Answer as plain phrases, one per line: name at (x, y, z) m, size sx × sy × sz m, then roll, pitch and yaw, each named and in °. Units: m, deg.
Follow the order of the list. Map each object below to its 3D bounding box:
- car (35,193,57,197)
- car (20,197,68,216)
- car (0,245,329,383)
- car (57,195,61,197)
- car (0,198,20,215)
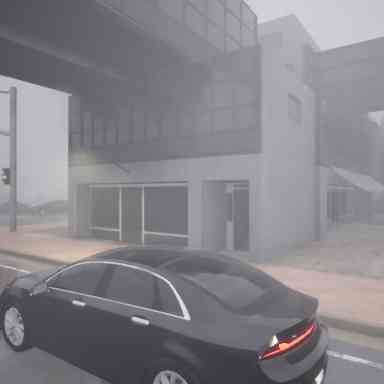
car at (-31.186, 1.153, 69.859) m, size 4.605 × 1.855 × 1.932 m, roll 0°, pitch 0°, yaw 35°
car at (-13.952, 1.505, 33.186) m, size 1.837 × 1.490 × 4.892 m, roll 0°, pitch 0°, yaw 36°
car at (-0.773, 1.505, 4.544) m, size 4.892 × 1.490 × 1.837 m, roll 0°, pitch 0°, yaw 36°
car at (-29.458, 1.364, 72.184) m, size 3.905 × 1.438 × 1.784 m, roll 0°, pitch 0°, yaw 35°
car at (-18.329, 1.564, 33.134) m, size 1.994 × 1.385 × 4.181 m, roll 0°, pitch 0°, yaw 36°
